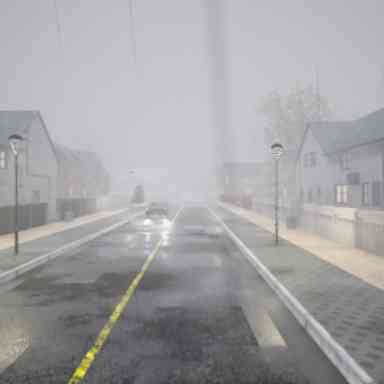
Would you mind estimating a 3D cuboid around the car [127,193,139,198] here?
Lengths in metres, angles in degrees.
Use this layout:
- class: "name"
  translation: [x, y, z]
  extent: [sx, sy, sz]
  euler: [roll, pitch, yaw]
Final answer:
- class: "car"
  translation: [-16.152, 0.963, 89.291]
  extent: [1.837, 1.490, 4.892]
  euler: [0, 0, -42]

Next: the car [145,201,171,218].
- class: "car"
  translation: [-2.853, 1.456, 28.737]
  extent: [1.895, 1.301, 4.718]
  euler: [0, 0, 0]
